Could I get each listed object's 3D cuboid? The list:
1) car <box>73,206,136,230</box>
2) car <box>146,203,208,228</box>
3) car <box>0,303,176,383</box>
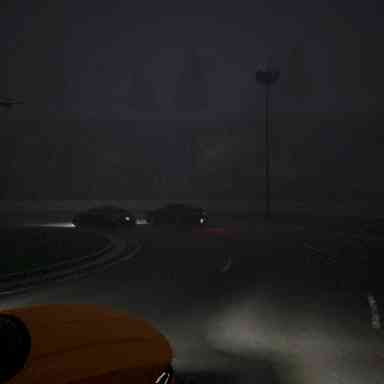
[{"bbox_3d":[-5.579,1.562,21.022,4.181,1.385,1.994,0,0,33],"label":"car"},{"bbox_3d":[-1.100,1.502,22.225,1.837,1.490,4.892,2,-2,-44],"label":"car"},{"bbox_3d":[-2.464,1.478,2.178,5.008,1.535,1.882,0,0,-33],"label":"car"}]
